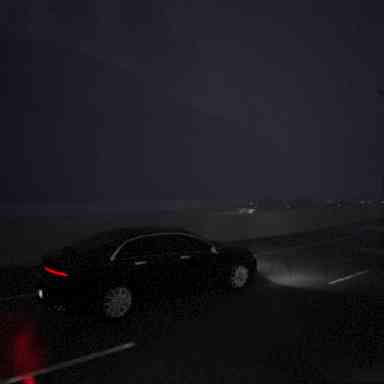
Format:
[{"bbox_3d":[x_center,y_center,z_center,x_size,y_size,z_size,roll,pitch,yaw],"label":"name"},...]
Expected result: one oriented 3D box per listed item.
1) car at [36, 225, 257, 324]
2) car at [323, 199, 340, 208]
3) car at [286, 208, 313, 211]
[{"bbox_3d":[-0.678,1.491,7.204,4.892,1.490,1.837,0,0,-36],"label":"car"},{"bbox_3d":[16.111,1.449,36.400,1.895,1.301,4.718,0,0,43],"label":"car"},{"bbox_3d":[11.875,1.355,37.045,2.128,1.511,4.902,0,0,44],"label":"car"}]
